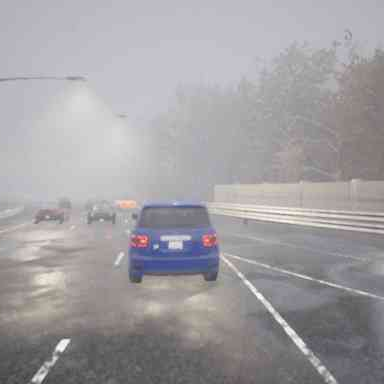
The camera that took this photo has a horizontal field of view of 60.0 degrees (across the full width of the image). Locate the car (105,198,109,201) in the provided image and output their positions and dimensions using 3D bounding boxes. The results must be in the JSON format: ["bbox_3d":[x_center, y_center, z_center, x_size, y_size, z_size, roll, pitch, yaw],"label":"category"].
[{"bbox_3d":[-14.958,1.592,54.739,1.895,1.301,4.718,0,0,-29],"label":"car"}]

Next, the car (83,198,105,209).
[{"bbox_3d":[-12.950,1.557,43.042,1.994,1.385,4.181,0,0,-23],"label":"car"}]

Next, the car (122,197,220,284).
[{"bbox_3d":[-0.603,1.220,9.783,2.150,2.045,5.566,0,0,-5],"label":"car"}]

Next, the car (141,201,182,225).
[{"bbox_3d":[-2.450,1.520,25.478,1.812,1.442,4.674,0,0,-22],"label":"car"}]

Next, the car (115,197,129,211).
[{"bbox_3d":[-8.237,1.345,40.778,2.097,1.767,4.553,0,0,-22],"label":"car"}]

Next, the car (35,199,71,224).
[{"bbox_3d":[-10.267,1.522,24.596,1.812,1.442,4.674,0,0,-14],"label":"car"}]

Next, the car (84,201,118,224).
[{"bbox_3d":[-6.705,1.596,24.855,1.895,1.301,4.718,0,0,-14],"label":"car"}]
